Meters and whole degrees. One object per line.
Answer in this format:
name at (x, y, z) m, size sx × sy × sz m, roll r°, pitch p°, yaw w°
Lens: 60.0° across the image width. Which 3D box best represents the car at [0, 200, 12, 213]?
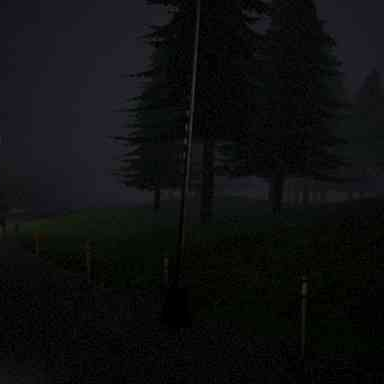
car at (-21.773, 1.595, 37.091) m, size 2.128 × 1.511 × 4.902 m, roll 4°, pitch -2°, yaw -9°
